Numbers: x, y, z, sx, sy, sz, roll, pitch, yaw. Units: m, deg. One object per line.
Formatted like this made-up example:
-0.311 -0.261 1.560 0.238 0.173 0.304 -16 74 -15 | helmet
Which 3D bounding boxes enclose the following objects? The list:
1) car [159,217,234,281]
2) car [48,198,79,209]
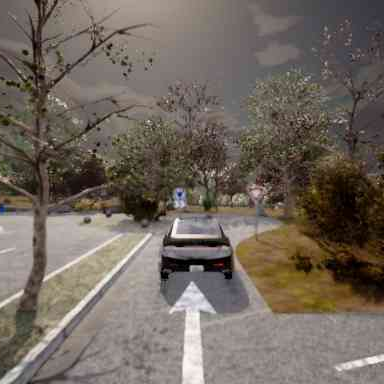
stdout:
0.126 1.487 9.853 2.128 1.511 4.902 0 0 1 | car
-17.029 1.559 43.245 4.892 1.490 1.837 3 -2 2 | car
